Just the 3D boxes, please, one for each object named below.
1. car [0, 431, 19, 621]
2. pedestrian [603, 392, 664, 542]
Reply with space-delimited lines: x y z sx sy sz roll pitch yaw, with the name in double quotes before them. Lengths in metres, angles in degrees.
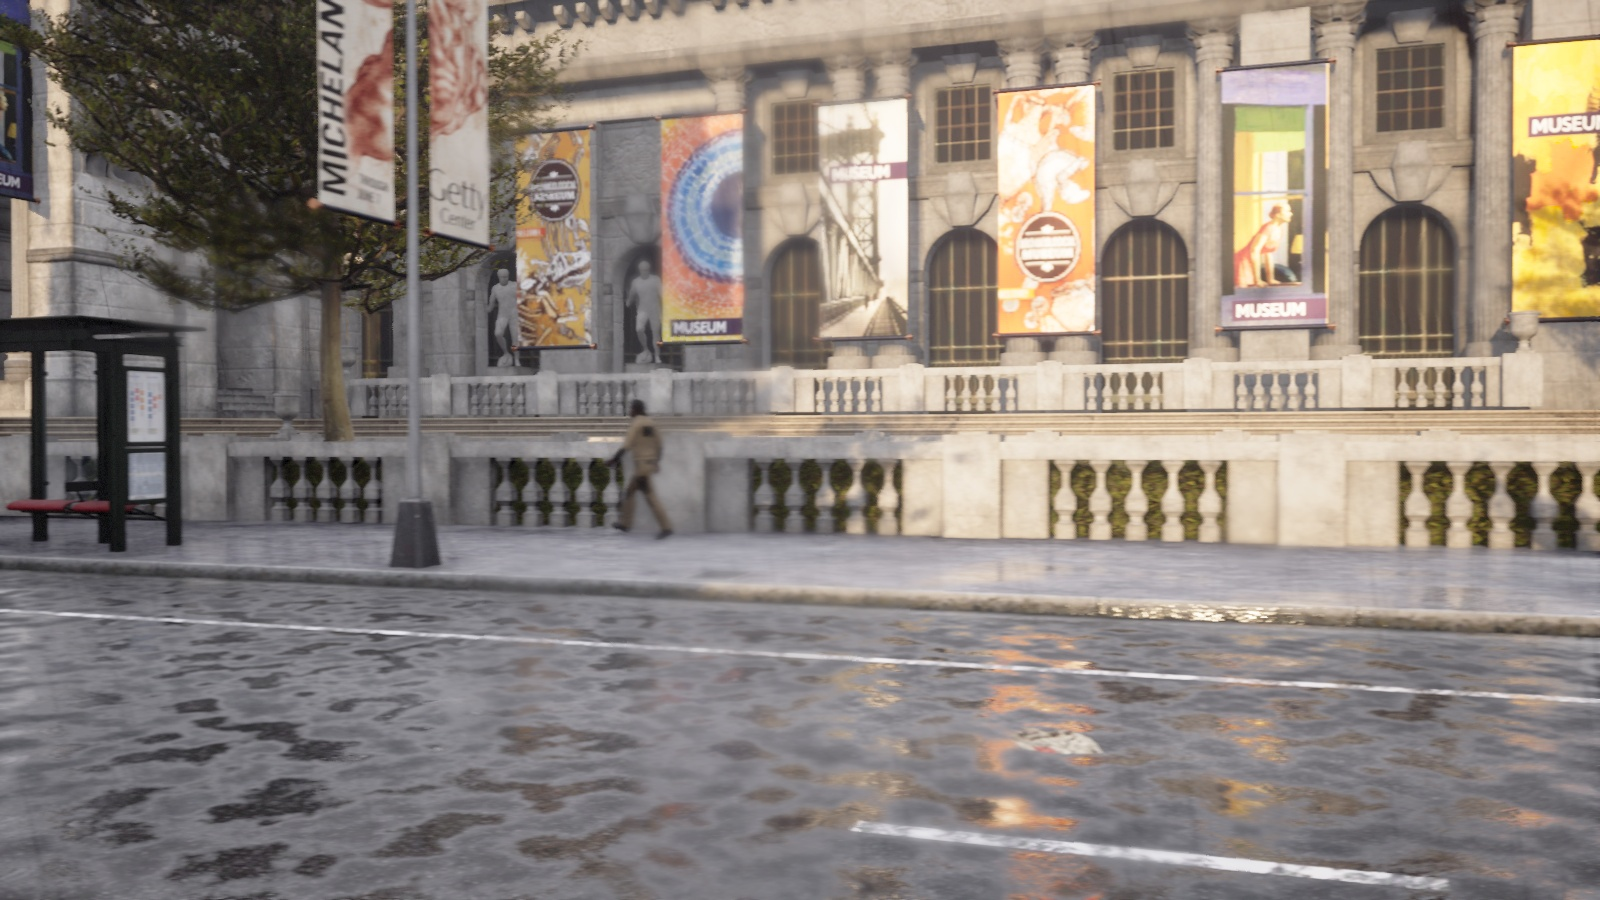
"car" -8.965 0.591 9.901 4.902 1.511 2.128 1 1 19
"pedestrian" -2.180 0.212 16.436 0.692 1.930 0.396 1 1 23
